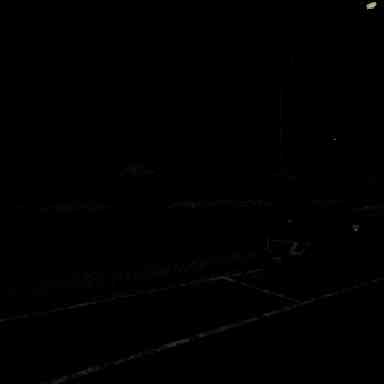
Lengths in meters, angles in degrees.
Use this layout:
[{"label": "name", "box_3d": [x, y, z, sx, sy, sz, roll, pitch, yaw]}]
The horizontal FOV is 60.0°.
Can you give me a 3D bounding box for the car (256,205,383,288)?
[{"label": "car", "box_3d": [4.086, 1.313, 9.455, 5.009, 1.841, 2.192, 0, 0, -36]}]
